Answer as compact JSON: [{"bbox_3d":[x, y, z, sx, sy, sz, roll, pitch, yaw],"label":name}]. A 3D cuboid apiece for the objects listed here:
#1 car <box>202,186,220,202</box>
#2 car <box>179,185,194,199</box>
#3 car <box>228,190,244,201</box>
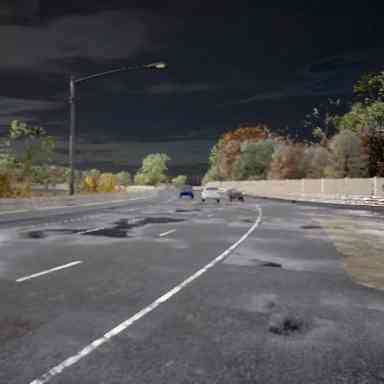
[{"bbox_3d":[2.573,0.197,44.394,2.150,2.045,5.566,1,1,2],"label":"car"},{"bbox_3d":[-0.837,-0.051,52.498,2.150,2.045,5.566,1,1,-2],"label":"car"},{"bbox_3d":[6.056,0.485,46.389,1.837,1.490,4.892,1,1,2],"label":"car"}]
